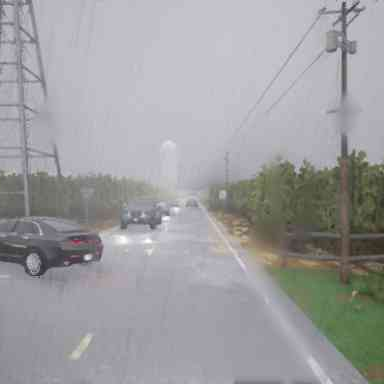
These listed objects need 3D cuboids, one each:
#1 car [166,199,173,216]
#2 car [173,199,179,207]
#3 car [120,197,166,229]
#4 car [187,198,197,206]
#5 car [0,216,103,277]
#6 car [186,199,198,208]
[{"bbox_3d":[-3.293,1.710,34.832,1.812,1.442,4.674,0,0,0],"label":"car"},{"bbox_3d":[-3.232,1.895,55.832,1.895,1.301,4.718,0,0,0],"label":"car"},{"bbox_3d":[-3.330,1.343,22.777,2.150,2.045,5.566,0,0,1],"label":"car"},{"bbox_3d":[-0.006,1.942,64.691,1.895,1.301,4.718,0,0,0],"label":"car"},{"bbox_3d":[-4.975,1.523,10.258,4.892,1.490,1.837,0,-4,28],"label":"car"},{"bbox_3d":[-0.005,1.852,54.658,1.994,1.385,4.181,0,0,0],"label":"car"}]
